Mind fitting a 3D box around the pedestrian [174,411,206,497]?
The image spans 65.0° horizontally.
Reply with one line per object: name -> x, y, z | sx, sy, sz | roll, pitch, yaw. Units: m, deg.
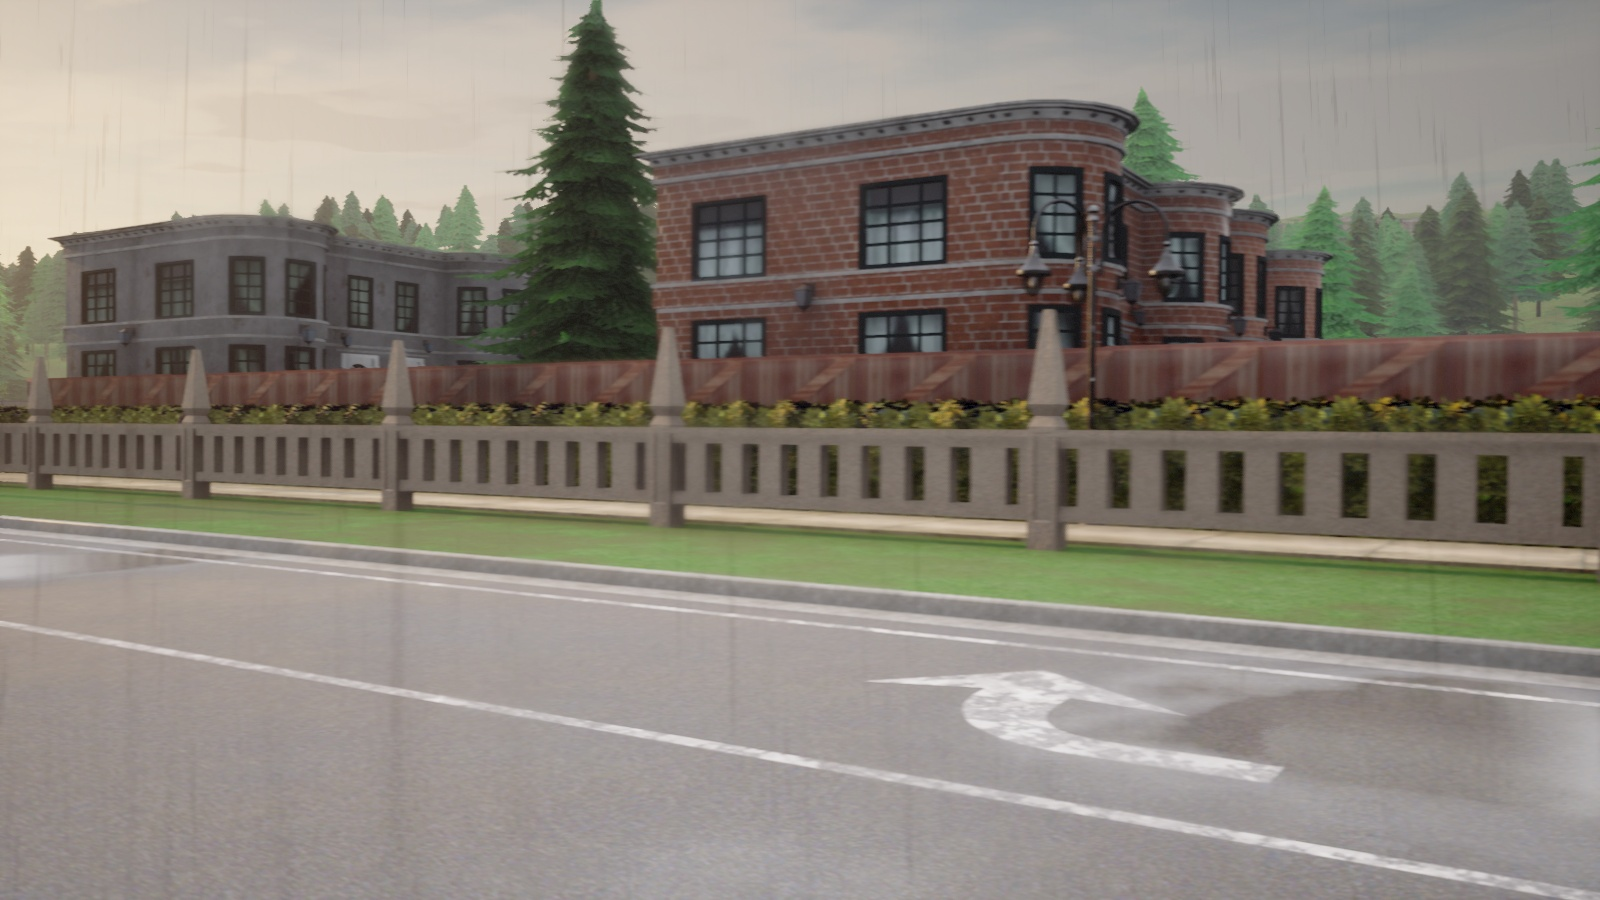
pedestrian -> -13.315, 0.082, 27.396 | 0.634, 1.846, 0.331 | 0, 1, 35
